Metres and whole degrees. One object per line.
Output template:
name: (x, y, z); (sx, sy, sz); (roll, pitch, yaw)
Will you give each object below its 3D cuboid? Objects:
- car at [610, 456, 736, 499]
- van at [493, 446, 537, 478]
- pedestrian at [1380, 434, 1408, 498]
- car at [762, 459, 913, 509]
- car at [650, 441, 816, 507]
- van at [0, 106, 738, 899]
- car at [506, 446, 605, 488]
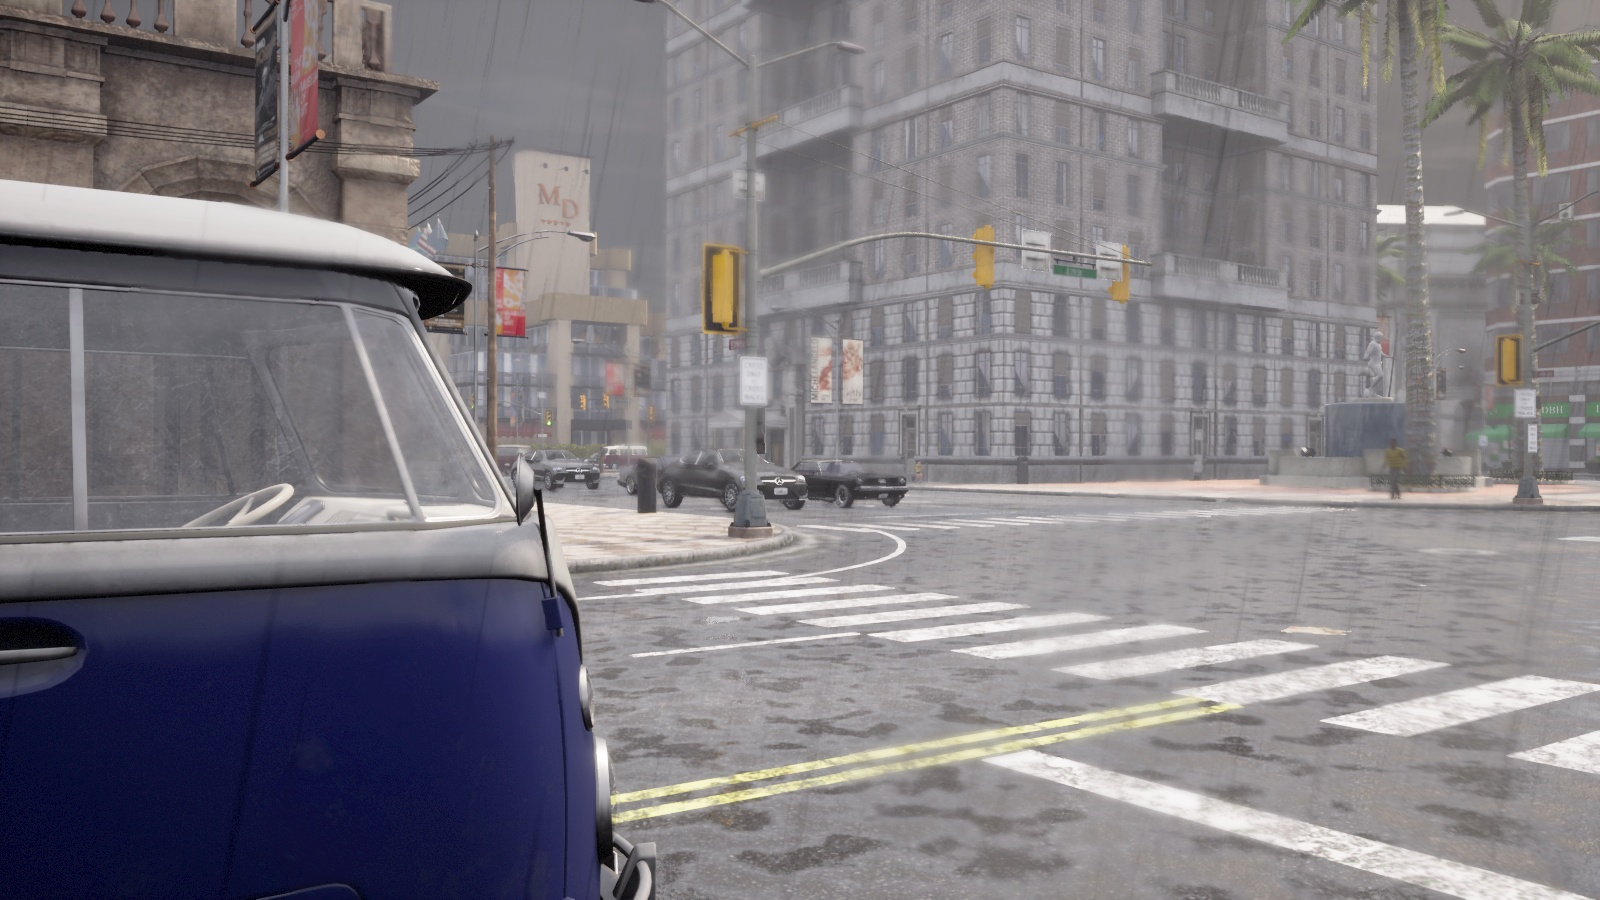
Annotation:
car: (-4.522, 0.909, 43.887); (2.033, 1.411, 5.357); (0, 0, -35)
van: (-18.377, 0.735, 81.122); (1.775, 1.987, 4.442); (0, 0, 0)
pedestrian: (17.289, 0.454, 36.552); (0.709, 1.840, 0.431); (0, 0, -36)
car: (0.999, 0.931, 36.006); (1.895, 1.301, 4.718); (0, 0, -35)
car: (-1.910, 0.611, 34.029); (2.152, 1.651, 5.027); (0, 0, -35)
van: (-2.452, 0.508, 1.947); (4.442, 1.987, 1.775); (0, 0, -35)
car: (-10.185, 0.672, 51.933); (2.152, 1.651, 5.027); (0, 0, -35)
